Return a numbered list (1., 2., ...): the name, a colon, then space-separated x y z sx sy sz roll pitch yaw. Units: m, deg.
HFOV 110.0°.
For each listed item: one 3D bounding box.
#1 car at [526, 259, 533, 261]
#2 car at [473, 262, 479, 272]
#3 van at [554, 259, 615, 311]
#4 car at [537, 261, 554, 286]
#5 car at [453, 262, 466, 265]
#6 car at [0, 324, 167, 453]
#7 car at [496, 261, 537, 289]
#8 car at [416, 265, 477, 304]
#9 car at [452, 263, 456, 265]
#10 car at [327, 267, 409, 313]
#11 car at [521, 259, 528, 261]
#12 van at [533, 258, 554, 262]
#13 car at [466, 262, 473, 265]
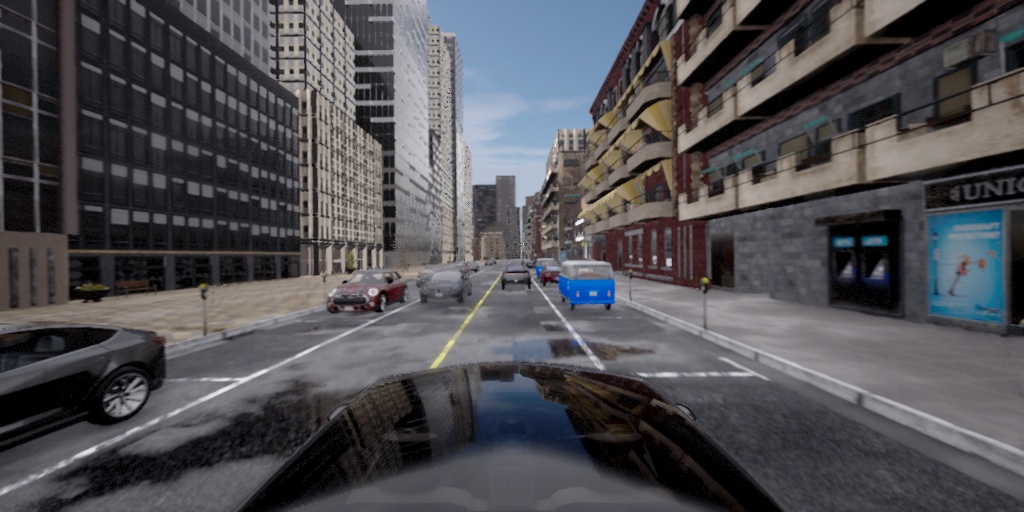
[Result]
1. car: 3.132 1.376 58.365 1.948 1.339 4.313 0 0 0
2. car: -5.325 1.460 47.378 1.948 1.339 4.313 0 0 0
3. van: 2.823 1.071 14.184 1.690 1.789 3.998 0 0 0
4. car: 2.901 1.293 25.228 1.888 1.381 4.507 0 0 0
5. car: -5.441 1.415 30.810 2.007 1.370 4.403 0 0 0
6. car: -5.634 1.390 3.197 1.948 1.339 4.313 0 0 0
7. car: 0.273 1.269 23.426 2.128 1.511 4.902 -1 0 1
8. car: -2.958 1.334 16.959 1.812 1.442 4.674 -1 0 1
9. car: -5.480 1.406 25.287 2.007 1.370 4.403 0 0 0
10. car: -5.557 1.278 14.243 1.967 1.591 4.097 0 0 0
11. car: 0.368 1.349 36.970 2.033 1.411 5.357 -1 0 1
12. van: 2.939 1.098 30.751 1.690 1.789 3.998 0 0 0
13. car: -5.402 1.314 36.333 1.967 1.591 4.097 0 0 0
